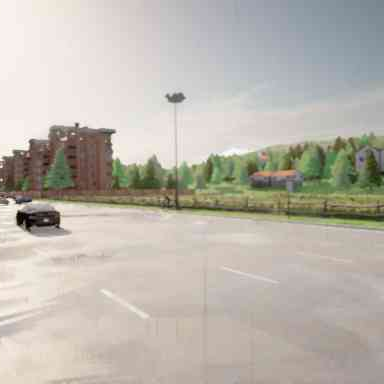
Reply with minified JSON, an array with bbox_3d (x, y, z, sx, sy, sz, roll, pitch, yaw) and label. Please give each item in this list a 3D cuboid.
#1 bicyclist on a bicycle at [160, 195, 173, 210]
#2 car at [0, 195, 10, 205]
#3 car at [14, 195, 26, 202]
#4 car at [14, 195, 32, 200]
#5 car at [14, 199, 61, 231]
[{"bbox_3d":[-2.732,1.102,35.851,1.656,1.620,0.582,-1,1,-37],"label":"bicyclist on a bicycle"},{"bbox_3d":[-33.165,1.628,58.262,2.033,1.411,5.357,-1,0,-37],"label":"car"},{"bbox_3d":[-43.152,1.534,83.199,1.882,1.535,5.008,-1,0,-37],"label":"car"},{"bbox_3d":[-30.599,1.381,60.666,2.097,1.767,4.553,-1,0,-37],"label":"car"},{"bbox_3d":[-9.701,1.475,20.855,1.882,1.535,5.008,-1,0,-36],"label":"car"}]
